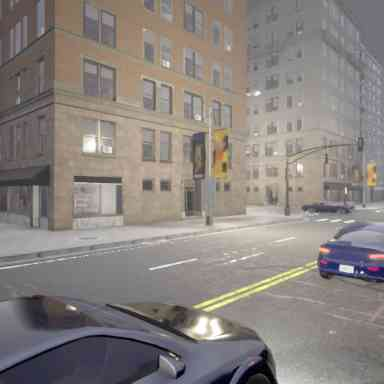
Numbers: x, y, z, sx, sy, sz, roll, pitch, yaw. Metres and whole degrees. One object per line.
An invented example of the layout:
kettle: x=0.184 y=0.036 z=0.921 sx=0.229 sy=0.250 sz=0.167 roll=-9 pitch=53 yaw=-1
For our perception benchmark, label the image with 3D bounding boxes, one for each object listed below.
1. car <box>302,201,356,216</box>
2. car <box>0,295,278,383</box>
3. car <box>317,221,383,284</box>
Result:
car: x=13.634 y=1.597 z=33.217 sx=4.718 sy=1.301 sz=1.895 roll=0 pitch=0 yaw=43
car: x=-1.046 y=1.564 z=2.565 sx=1.994 sy=1.385 sz=4.181 roll=0 pitch=0 yaw=43
car: x=4.977 y=1.527 z=9.007 sx=1.812 sy=1.442 sz=4.674 roll=0 pitch=0 yaw=43
